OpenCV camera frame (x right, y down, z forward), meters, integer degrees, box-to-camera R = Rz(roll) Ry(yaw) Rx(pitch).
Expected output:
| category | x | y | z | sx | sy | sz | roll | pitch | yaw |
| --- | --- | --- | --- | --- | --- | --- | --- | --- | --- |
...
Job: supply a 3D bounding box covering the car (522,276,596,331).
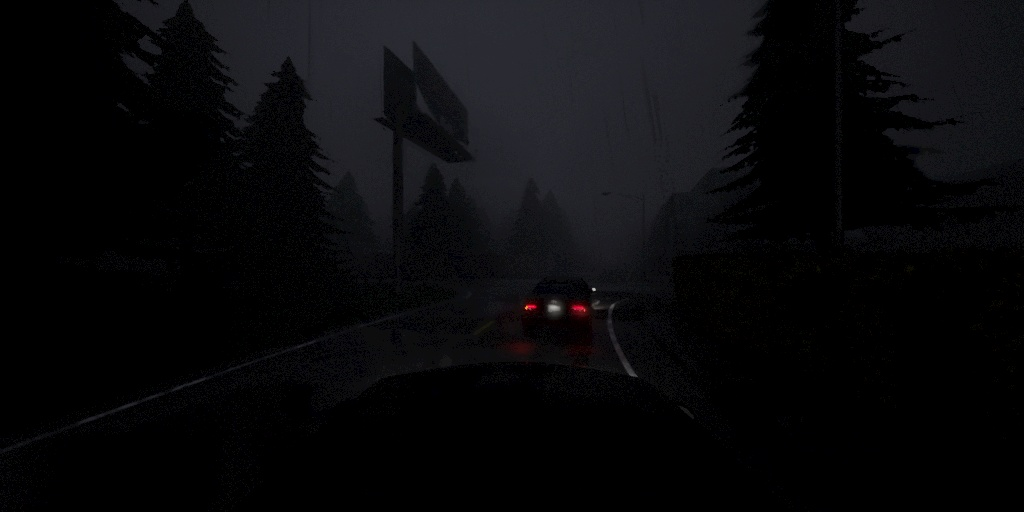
| category | x | y | z | sx | sy | sz | roll | pitch | yaw |
| --- | --- | --- | --- | --- | --- | --- | --- | --- | --- |
| car | 1.602 | 1.338 | 11.247 | 2.033 | 1.411 | 5.357 | 0 | 0 | 13 |
